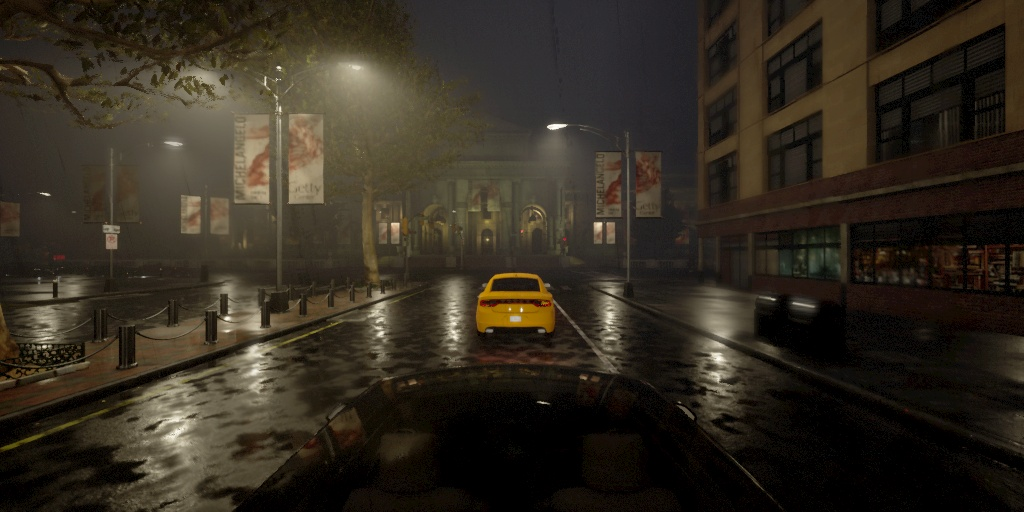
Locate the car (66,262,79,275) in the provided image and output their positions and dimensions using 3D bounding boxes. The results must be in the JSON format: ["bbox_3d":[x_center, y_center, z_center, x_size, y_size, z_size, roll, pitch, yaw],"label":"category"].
[{"bbox_3d":[-47.010,1.297,38.344,5.357,1.411,2.033,0,0,0],"label":"car"}]

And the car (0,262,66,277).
[{"bbox_3d":[-47.082,1.276,34.831,4.674,1.442,1.812,0,0,0],"label":"car"}]

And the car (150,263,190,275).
[{"bbox_3d":[-37.404,1.351,38.290,4.718,1.301,1.895,0,0,0],"label":"car"}]

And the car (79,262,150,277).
[{"bbox_3d":[-38.513,1.314,34.793,4.181,1.385,1.994,0,0,0],"label":"car"}]

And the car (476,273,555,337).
[{"bbox_3d":[0.119,1.228,10.350,1.882,1.535,5.008,0,0,1],"label":"car"}]
